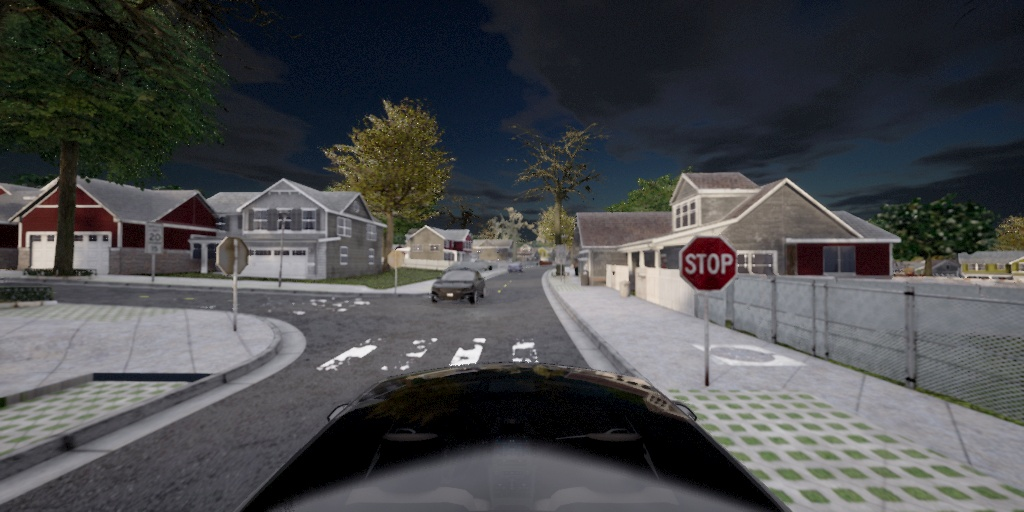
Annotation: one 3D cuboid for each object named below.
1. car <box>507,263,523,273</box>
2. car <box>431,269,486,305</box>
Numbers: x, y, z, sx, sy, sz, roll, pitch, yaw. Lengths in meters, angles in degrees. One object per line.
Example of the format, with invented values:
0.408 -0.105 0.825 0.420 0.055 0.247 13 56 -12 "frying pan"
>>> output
0.495 1.707 51.756 1.812 1.442 4.674 0 0 7 "car"
-2.359 1.336 16.766 1.882 1.535 5.008 1 -1 2 "car"
